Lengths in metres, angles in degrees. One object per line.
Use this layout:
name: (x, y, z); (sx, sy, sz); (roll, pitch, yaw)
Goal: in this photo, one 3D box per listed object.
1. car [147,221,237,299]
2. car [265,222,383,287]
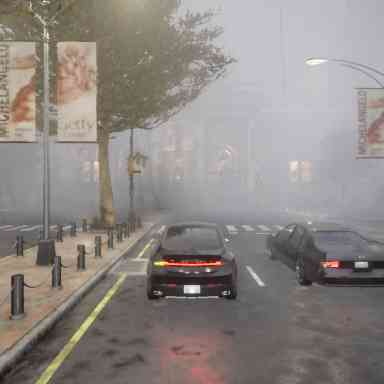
car: (-0.001, 1.505, 8.418); (1.837, 1.490, 4.892); (0, 0, 0)
car: (3.498, 1.547, 9.382); (2.033, 1.411, 5.357); (0, 0, 0)
